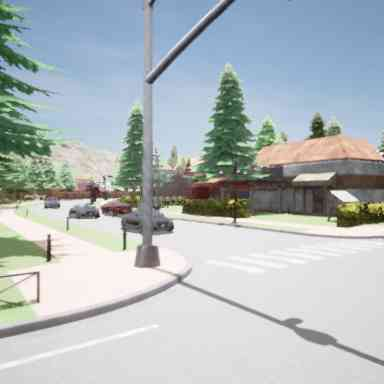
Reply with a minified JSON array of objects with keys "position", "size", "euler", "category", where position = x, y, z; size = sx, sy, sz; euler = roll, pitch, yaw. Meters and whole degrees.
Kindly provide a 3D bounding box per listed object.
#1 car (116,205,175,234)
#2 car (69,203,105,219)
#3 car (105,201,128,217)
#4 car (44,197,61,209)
[{"position":[-2.810,1.749,20.657],"size":[1.994,1.385,4.181],"euler":[0,0,-35],"category":"car"},{"position":[-10.034,1.746,30.960],"size":[1.994,1.385,4.181],"euler":[0,0,-34],"category":"car"},{"position":[-7.912,1.670,34.318],"size":[1.882,1.535,5.008],"euler":[0,0,-34],"category":"car"},{"position":[-20.808,1.539,49.528],"size":[2.097,1.767,4.553],"euler":[0,0,-25],"category":"car"}]
